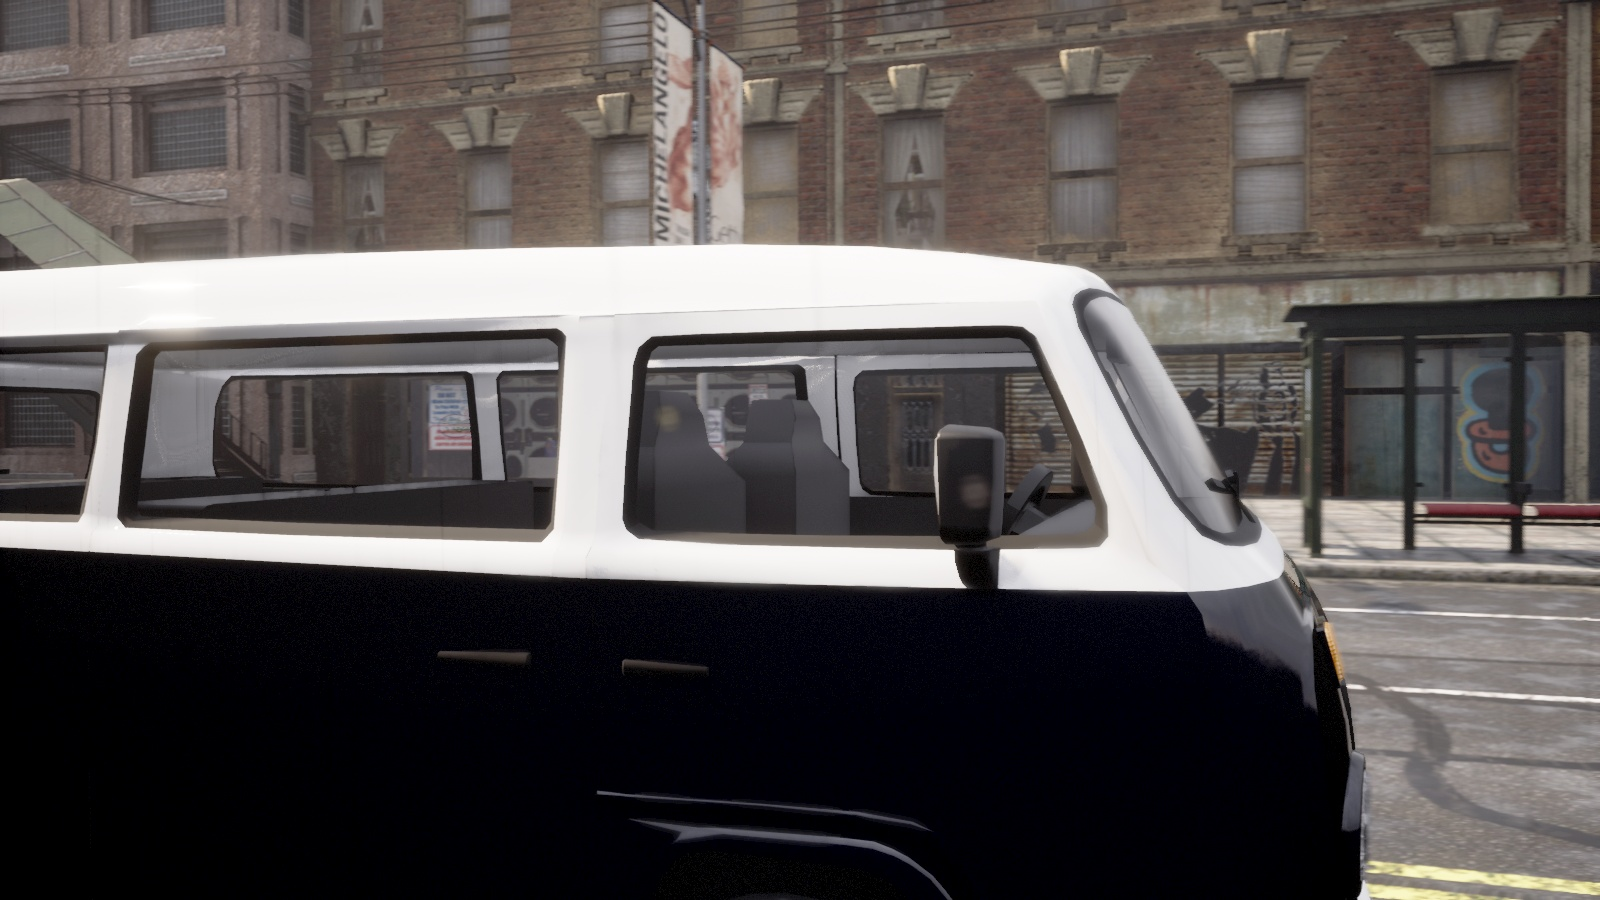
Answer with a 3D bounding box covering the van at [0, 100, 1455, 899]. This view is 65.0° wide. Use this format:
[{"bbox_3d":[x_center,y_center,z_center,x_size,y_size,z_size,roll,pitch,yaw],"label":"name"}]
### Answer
[{"bbox_3d":[-0.872,0.491,3.483,4.480,2.038,2.069,1,1,19],"label":"van"}]
